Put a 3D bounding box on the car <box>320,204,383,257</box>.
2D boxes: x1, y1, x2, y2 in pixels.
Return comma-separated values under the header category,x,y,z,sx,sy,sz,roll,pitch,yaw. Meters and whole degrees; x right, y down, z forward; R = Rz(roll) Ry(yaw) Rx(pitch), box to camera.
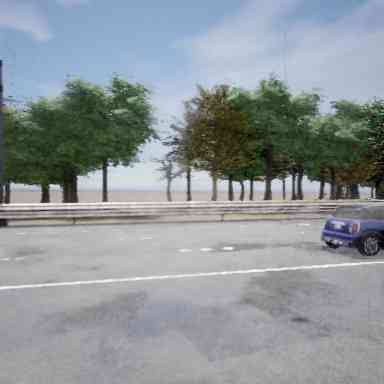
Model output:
category,x,y,z,sx,sy,sz,roll,pitch,yaw
car,7.214,1.236,12.320,4.553,1.767,2.097,0,0,-14
